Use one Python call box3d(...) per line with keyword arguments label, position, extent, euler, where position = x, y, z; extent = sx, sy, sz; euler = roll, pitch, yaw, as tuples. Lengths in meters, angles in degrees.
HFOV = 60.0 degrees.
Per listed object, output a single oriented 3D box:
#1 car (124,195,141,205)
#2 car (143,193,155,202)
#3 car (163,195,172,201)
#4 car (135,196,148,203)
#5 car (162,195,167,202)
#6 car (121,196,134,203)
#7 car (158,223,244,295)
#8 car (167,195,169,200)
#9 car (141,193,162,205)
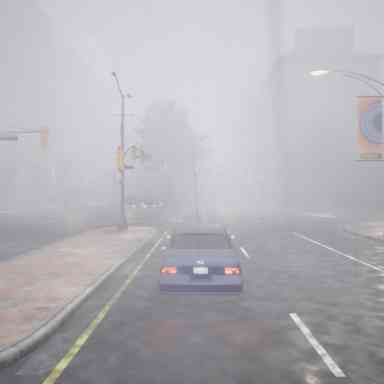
box3d(label="car", position=(-10.535, 1.352, 57.783), extent=(2.097, 1.767, 4.553), euler=(0, 0, 1))
box3d(label="car", position=(-10.076, 1.225, 78.643), extent=(2.150, 2.045, 5.566), euler=(0, 0, 1))
box3d(label="car", position=(-6.431, 1.478, 86.546), extent=(1.882, 1.535, 5.008), euler=(0, 0, 1))
box3d(label="car", position=(-10.278, 1.505, 67.958), extent=(1.837, 1.490, 4.892), euler=(0, 0, 1))
box3d(label="car", position=(-6.822, 1.352, 66.678), extent=(2.097, 1.767, 4.553), euler=(0, 0, 1))
box3d(label="car", position=(-13.488, 1.595, 69.746), extent=(1.895, 1.301, 4.718), euler=(0, 0, 1))
box3d(label="car", position=(0.225, 1.547, 8.856), extent=(2.033, 1.411, 5.357), euler=(0, 0, 1))
box3d(label="car", position=(-6.615, 1.525, 76.452), extent=(2.128, 1.511, 4.902), euler=(0, 0, 1))
box3d(label="car", position=(-7.035, 1.352, 57.907), extent=(2.097, 1.767, 4.553), euler=(0, 0, 1))
